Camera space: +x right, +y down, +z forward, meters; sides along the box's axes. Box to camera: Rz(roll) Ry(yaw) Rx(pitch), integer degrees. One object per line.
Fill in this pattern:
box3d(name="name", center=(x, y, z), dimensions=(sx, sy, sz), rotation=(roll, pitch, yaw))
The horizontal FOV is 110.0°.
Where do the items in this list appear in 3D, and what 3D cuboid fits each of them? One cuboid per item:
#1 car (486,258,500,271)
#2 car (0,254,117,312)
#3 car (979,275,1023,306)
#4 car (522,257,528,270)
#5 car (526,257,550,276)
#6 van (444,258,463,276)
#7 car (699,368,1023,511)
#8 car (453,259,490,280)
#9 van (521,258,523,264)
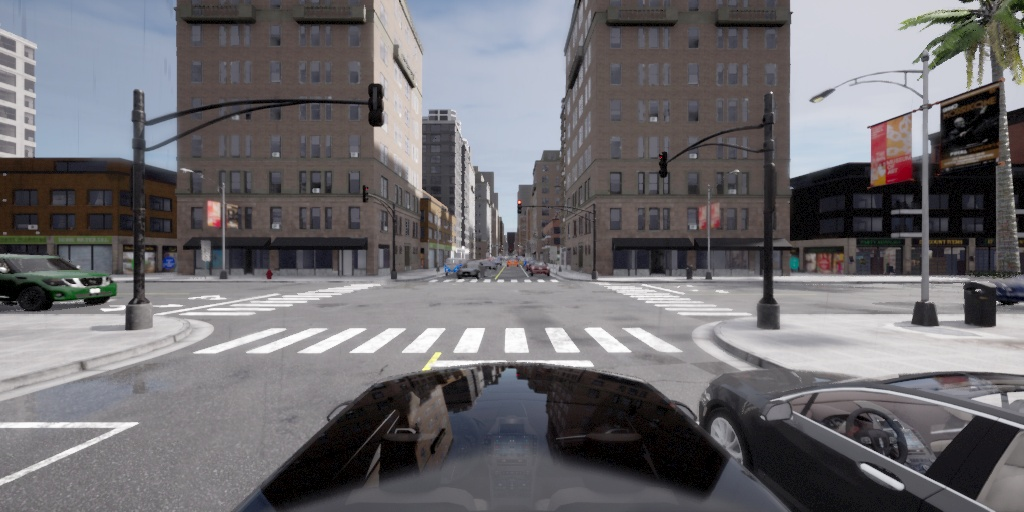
box3d(name="car", center=(-2.996, 1.316, 47.566), dimensions=(1.994, 1.385, 4.181), rotation=(0, 0, 0))
box3d(name="car", center=(-18.609, 0.945, 13.607), dimensions=(5.566, 2.045, 2.150), rotation=(0, 0, 0))
box3d(name="car", center=(21.707, 1.338, 13.932), dimensions=(5.357, 1.411, 2.033), rotation=(0, 0, 0))
box3d(name="car", center=(2.768, 1.192, 47.781), dimensions=(1.967, 1.591, 4.097), rotation=(0, 0, 0))
box3d(name="car", center=(2.741, 1.191, 36.442), dimensions=(1.967, 1.591, 4.097), rotation=(0, 0, 0))
box3d(name="van", center=(-5.785, 1.092, 36.461), dimensions=(1.690, 1.789, 3.998), rotation=(0, 0, 0))
box3d(name="car", center=(2.668, 1.300, 1.793), dimensions=(2.007, 1.370, 4.403), rotation=(0, 0, 0))
box3d(name="car", center=(-3.440, 1.256, 31.395), dimensions=(1.837, 1.490, 4.892), rotation=(0, 0, 6))
box3d(name="van", center=(2.795, 1.093, 59.119), dimensions=(1.690, 1.789, 3.998), rotation=(0, 0, 0))
